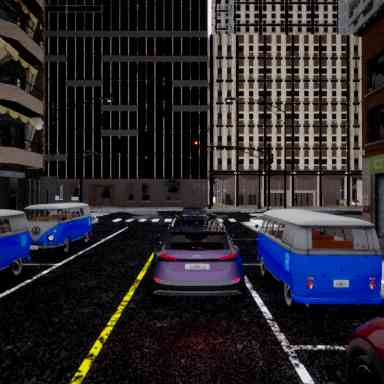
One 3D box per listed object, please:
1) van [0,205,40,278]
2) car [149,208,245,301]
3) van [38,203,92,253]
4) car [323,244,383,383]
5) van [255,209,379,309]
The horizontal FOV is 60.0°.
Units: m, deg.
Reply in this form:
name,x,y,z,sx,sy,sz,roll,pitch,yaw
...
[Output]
name,x,y,z,sx,sy,sz,roll,pitch,yaw
van,-5.308,1.343,7.578,1.690,1.788,3.998,0,0,0
car,0.103,1.432,8.337,2.033,1.649,4.856,0,0,0
van,-5.305,1.345,13.268,1.690,1.788,3.998,0,0,0
car,2.570,1.440,1.890,1.967,1.590,4.097,0,0,0
van,2.573,1.343,7.580,1.690,1.788,3.998,0,0,0
